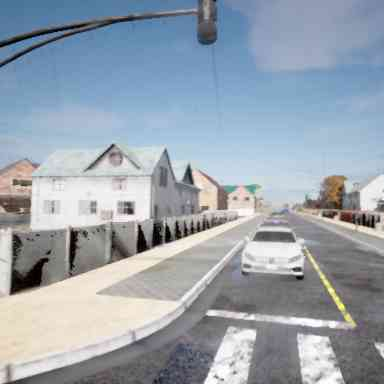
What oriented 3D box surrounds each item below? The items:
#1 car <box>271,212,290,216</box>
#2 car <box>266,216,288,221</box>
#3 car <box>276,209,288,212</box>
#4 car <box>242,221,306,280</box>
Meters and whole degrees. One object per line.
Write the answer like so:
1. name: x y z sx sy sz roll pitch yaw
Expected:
1. car: 7.748 2.801 30.211 1.895 1.301 4.718 0 -2 15
2. car: 5.210 2.394 20.503 1.895 1.301 4.718 0 -2 15
3. car: 11.719 3.372 45.091 1.812 1.442 4.674 0 -3 15
4. car: 2.912 1.958 11.686 1.812 1.442 4.674 0 -2 16
